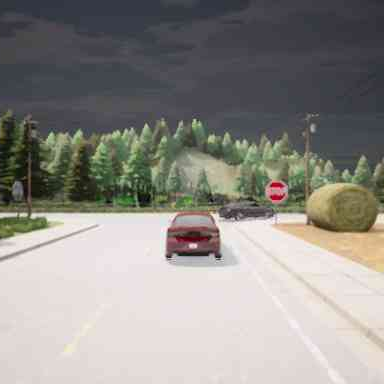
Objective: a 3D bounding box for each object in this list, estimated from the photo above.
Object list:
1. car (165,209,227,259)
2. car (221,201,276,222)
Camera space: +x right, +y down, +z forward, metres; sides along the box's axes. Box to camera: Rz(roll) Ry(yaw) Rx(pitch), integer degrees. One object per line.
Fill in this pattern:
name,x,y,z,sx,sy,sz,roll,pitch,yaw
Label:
car,0.060,1.498,12.642,1.882,1.535,5.008,0,0,0
car,4.546,1.527,27.004,4.892,1.490,1.837,-1,-3,-26
